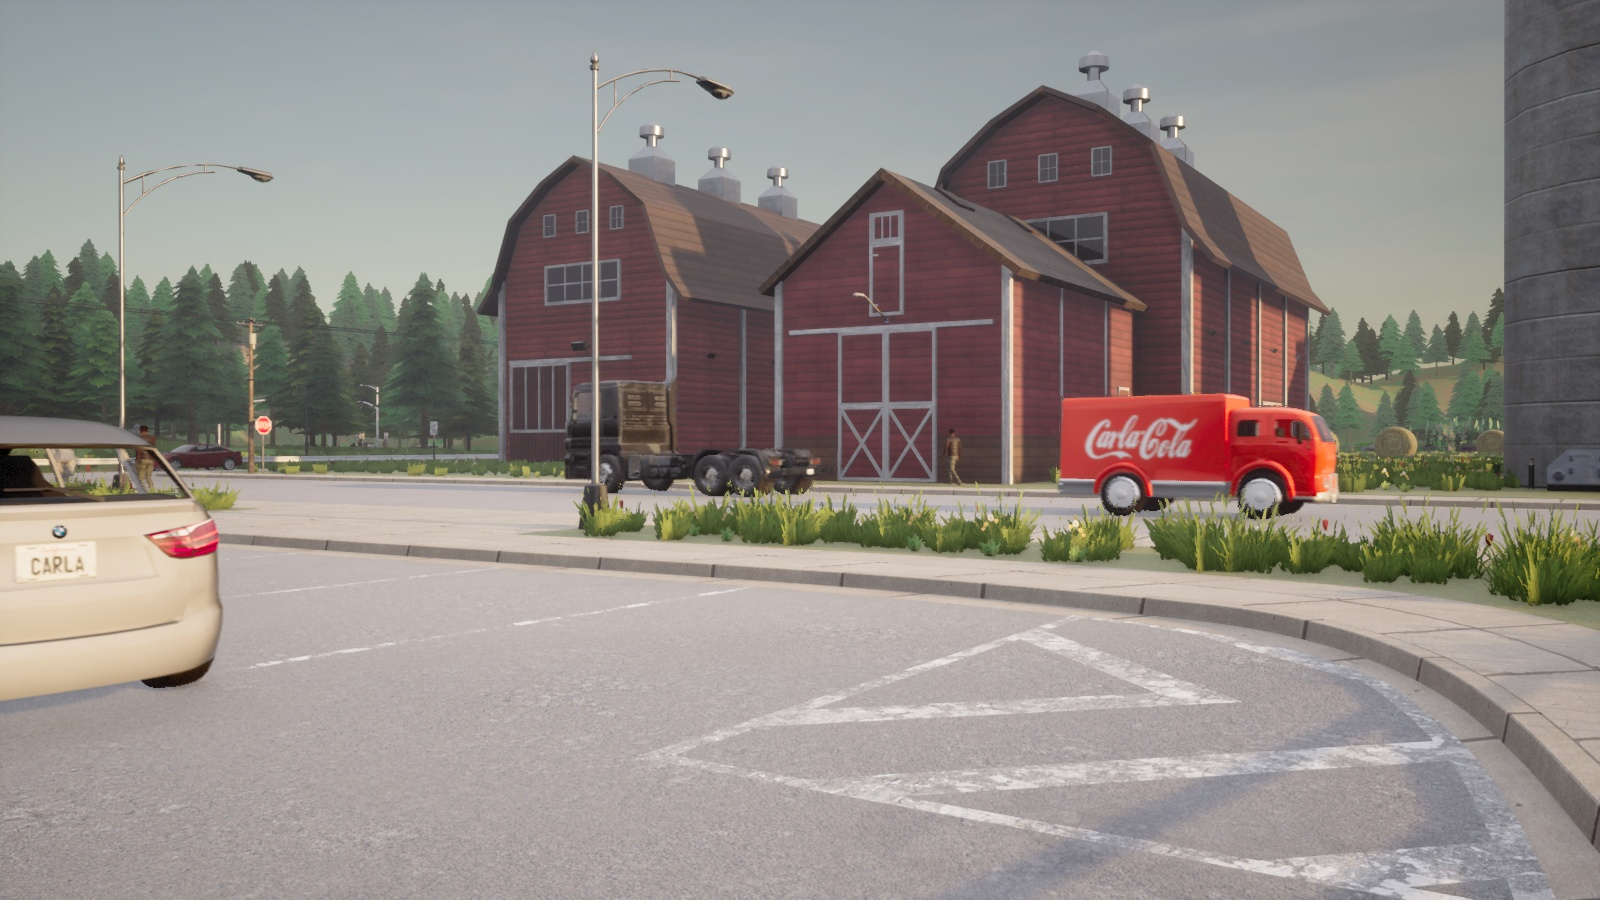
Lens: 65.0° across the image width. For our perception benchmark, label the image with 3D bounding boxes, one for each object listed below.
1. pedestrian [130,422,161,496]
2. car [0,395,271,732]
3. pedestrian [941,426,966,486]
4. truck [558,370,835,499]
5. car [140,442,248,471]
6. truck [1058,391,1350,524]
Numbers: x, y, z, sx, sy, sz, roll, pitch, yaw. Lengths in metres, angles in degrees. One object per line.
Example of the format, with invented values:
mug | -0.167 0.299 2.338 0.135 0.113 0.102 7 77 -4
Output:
pedestrian | -16.376 0.217 31.411 0.703 1.840 0.431 0 0 38
car | -5.618 0.545 7.836 4.611 1.667 2.242 0 0 37
pedestrian | 4.752 0.186 38.851 0.431 1.840 0.703 0 0 -28
truck | -3.138 -0.440 36.912 7.936 3.462 2.891 0 0 32
car | -32.601 0.329 67.663 1.882 1.535 5.008 0 0 33
truck | 8.247 0.125 25.734 5.204 2.467 2.627 0 0 32
